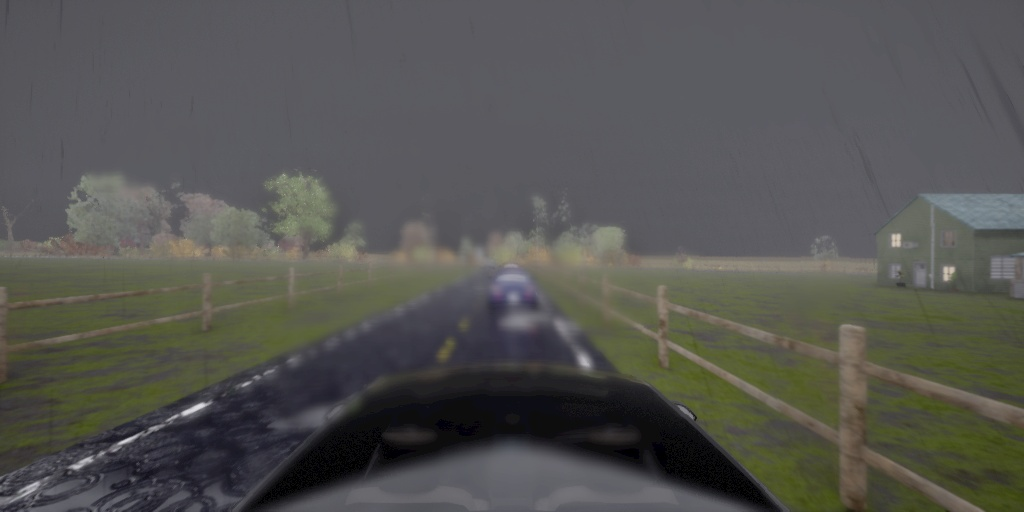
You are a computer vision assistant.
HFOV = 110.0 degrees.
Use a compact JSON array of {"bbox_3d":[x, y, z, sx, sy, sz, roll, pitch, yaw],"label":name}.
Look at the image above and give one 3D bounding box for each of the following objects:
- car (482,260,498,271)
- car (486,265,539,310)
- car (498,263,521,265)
[{"bbox_3d":[-2.822,1.248,48.207,1.837,1.490,4.892,0,-1,0],"label":"car"},{"bbox_3d":[0.072,1.266,14.569,1.812,1.442,4.674,0,0,0],"label":"car"},{"bbox_3d":[0.073,1.262,29.570,1.812,1.442,4.674,0,0,0],"label":"car"}]
